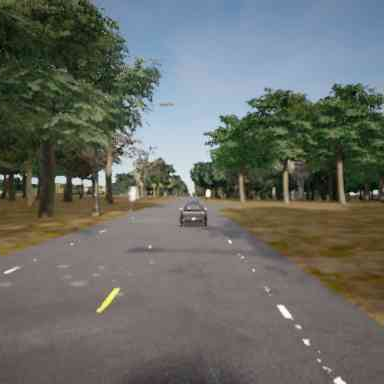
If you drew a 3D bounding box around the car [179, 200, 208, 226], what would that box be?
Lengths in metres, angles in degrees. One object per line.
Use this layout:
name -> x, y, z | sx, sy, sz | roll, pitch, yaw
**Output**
car -> 0.106, 1.569, 24.111 | 2.128, 1.511, 4.902 | 0, 0, 0
